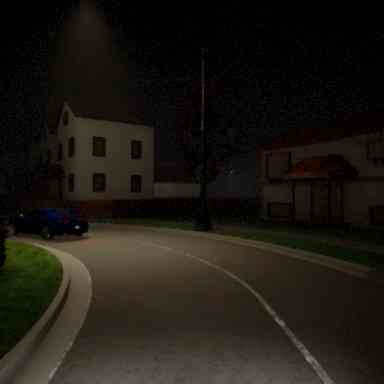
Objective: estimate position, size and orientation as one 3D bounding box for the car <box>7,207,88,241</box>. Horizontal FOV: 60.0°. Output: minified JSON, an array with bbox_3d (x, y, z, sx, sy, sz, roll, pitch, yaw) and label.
[{"bbox_3d":[-7.548,1.526,17.209,5.008,1.535,1.882,0,-1,33],"label":"car"}]
